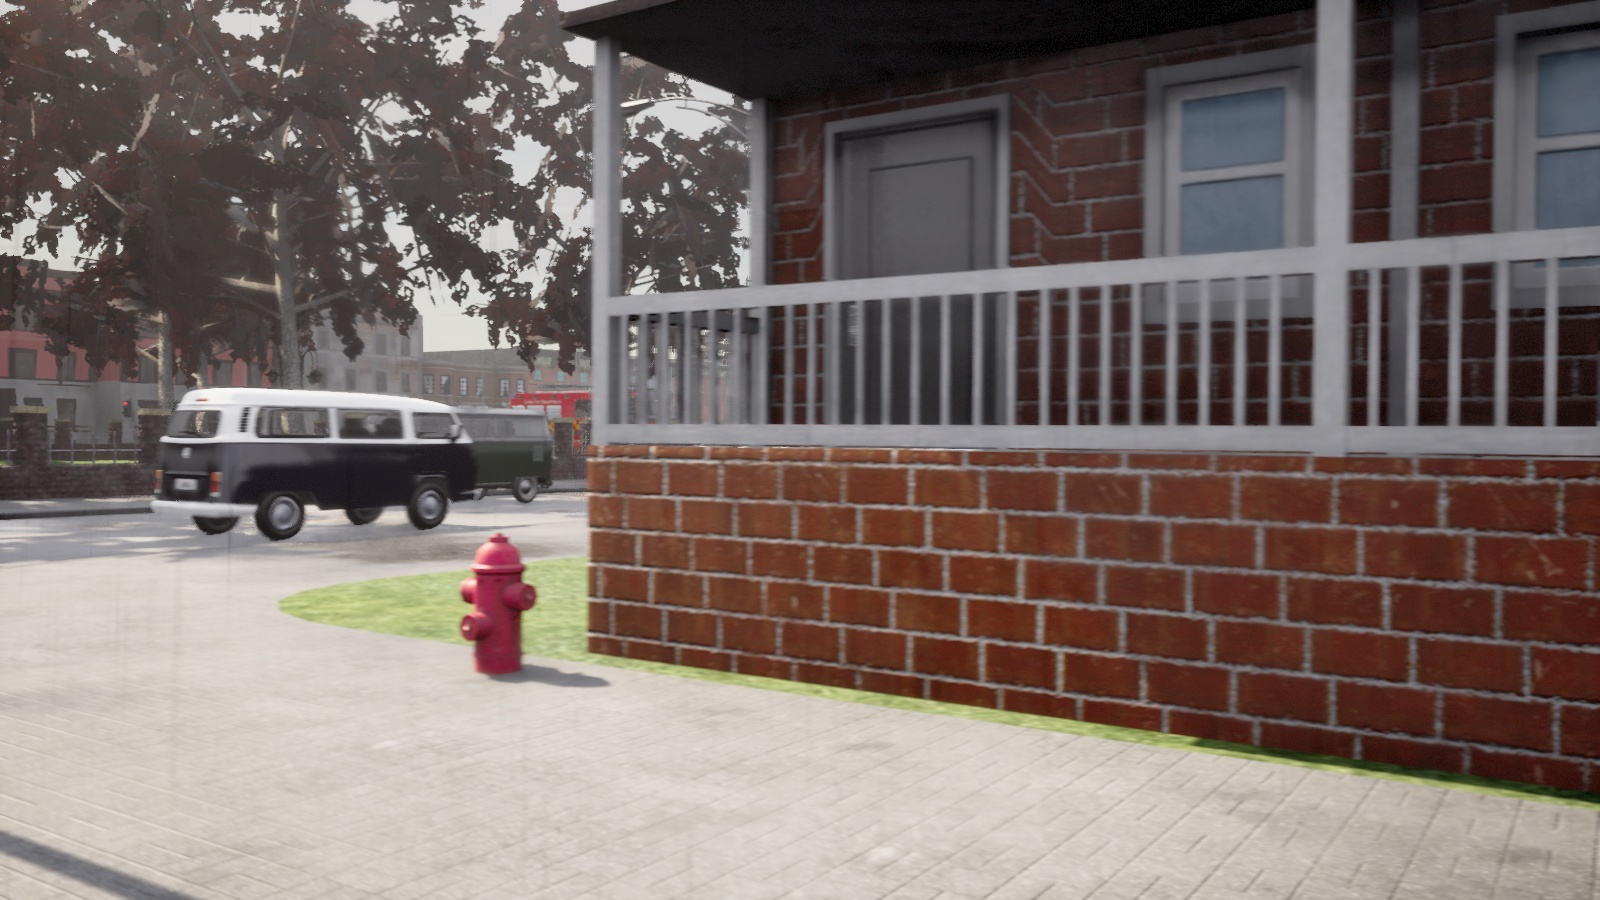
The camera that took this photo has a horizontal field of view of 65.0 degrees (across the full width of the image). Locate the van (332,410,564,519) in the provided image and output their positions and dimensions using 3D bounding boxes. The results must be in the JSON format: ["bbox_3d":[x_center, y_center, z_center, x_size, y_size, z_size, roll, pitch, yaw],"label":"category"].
[{"bbox_3d":[-6.948,0.236,25.266,1.775,1.987,4.442,0,1,31],"label":"van"}]

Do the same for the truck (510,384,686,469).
[{"bbox_3d":[-9.739,-1.094,60.083,8.468,3.827,2.891,0,1,32],"label":"truck"}]

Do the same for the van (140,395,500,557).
[{"bbox_3d":[-6.769,0.295,18.195,2.069,2.038,4.480,0,1,33],"label":"van"}]
